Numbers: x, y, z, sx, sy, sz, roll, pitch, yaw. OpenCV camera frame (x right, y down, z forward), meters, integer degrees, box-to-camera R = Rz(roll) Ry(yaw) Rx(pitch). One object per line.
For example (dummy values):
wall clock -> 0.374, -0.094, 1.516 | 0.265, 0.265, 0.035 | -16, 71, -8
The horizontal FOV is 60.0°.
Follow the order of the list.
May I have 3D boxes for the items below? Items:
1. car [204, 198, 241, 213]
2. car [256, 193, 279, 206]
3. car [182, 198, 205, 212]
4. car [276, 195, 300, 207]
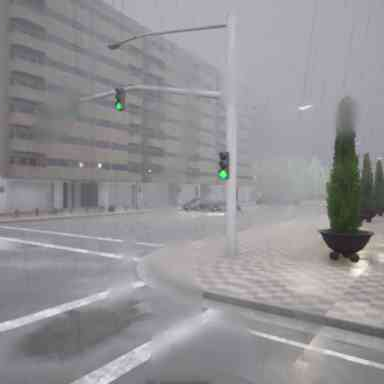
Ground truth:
car -> 3.588, 1.503, 35.643 | 1.994, 1.385, 4.181 | 0, 0, 36
car -> 12.385, 1.239, 53.567 | 2.150, 2.045, 5.566 | 0, 0, 36
car -> 0.822, 1.442, 37.791 | 1.837, 1.490, 4.892 | 0, 0, 36
car -> 15.236, 1.487, 51.536 | 1.837, 1.490, 4.892 | 0, 0, 36
